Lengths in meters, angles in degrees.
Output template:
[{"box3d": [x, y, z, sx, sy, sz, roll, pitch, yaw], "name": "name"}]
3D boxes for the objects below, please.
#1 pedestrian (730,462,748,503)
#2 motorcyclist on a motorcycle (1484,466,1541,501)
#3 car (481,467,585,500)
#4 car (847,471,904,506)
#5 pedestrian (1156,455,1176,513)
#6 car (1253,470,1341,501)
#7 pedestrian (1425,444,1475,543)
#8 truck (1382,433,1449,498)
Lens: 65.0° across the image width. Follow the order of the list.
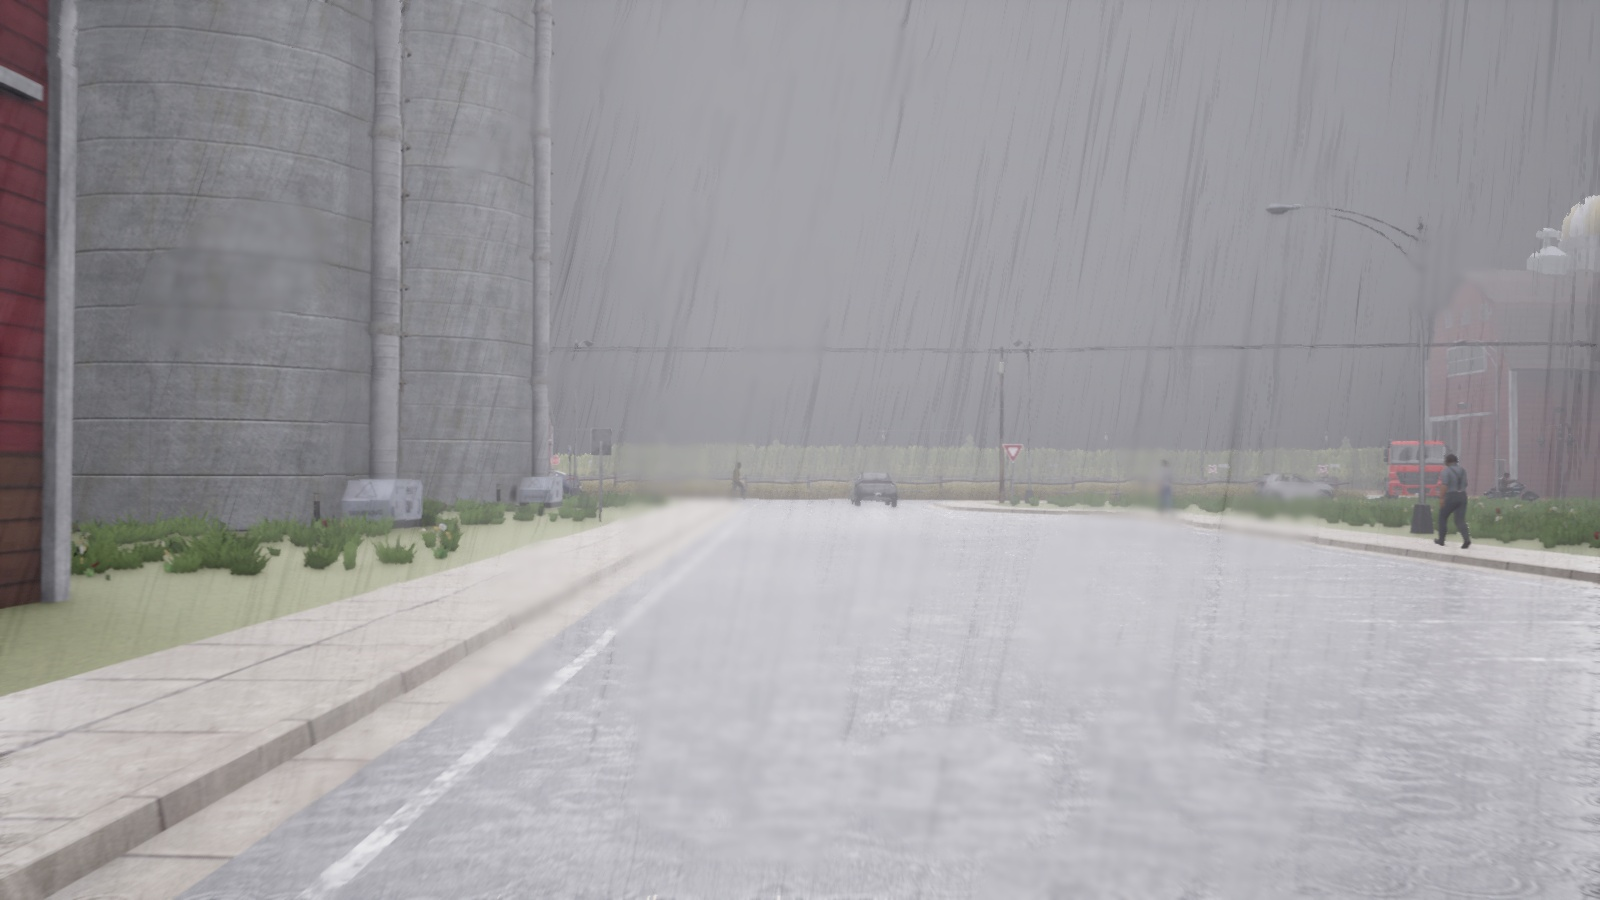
[{"box3d": [-2.757, 1.479, 56.974, 0.726, 1.835, 0.370, 0, -1, -22], "name": "pedestrian"}, {"box3d": [34.443, 1.623, 60.753, 2.350, 1.649, 0.766, -1, -1, 26], "name": "motorcyclist on a motorcycle"}, {"box3d": [-14.059, 1.760, 66.354, 5.027, 1.651, 2.152, 0, -1, 1], "name": "car"}, {"box3d": [3.329, 1.699, 56.238, 2.128, 1.511, 4.902, 0, -1, -1], "name": "car"}, {"box3d": [11.794, 1.100, 40.439, 0.354, 1.836, 0.706, 0, -1, -7], "name": "pedestrian"}, {"box3d": [24.652, 1.775, 62.411, 3.633, 1.501, 1.845, 0, -1, 0], "name": "car"}, {"box3d": [12.324, 0.819, 23.821, 0.540, 1.848, 0.694, 0, -1, -2], "name": "pedestrian"}, {"box3d": [34.571, 0.878, 70.765, 2.891, 3.462, 7.936, -1, -1, 23], "name": "truck"}]
